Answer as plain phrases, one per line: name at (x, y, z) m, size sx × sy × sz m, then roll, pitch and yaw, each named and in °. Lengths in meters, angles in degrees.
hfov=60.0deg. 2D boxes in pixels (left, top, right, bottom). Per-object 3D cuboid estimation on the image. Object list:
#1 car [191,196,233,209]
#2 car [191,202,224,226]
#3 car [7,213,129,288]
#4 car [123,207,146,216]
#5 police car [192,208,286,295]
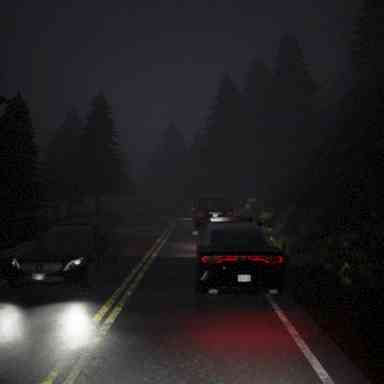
car at (1.190, 1.263, 18.887) m, size 2.150 × 2.045 × 5.566 m, roll 0°, pitch 0°, yaw 1°
car at (1.065, 1.579, 25.142) m, size 1.837 × 1.490 × 4.892 m, roll 1°, pitch 0°, yaw -5°
car at (-3.246, 1.549, 9.432) m, size 1.812 × 1.442 × 4.674 m, roll 0°, pitch 0°, yaw 1°
car at (-8.067, 2.717, 45.552) m, size 1.994 × 1.385 × 4.181 m, roll 4°, pitch -8°, yaw -40°
police car at (1.036, 1.442, 8.926) m, size 1.930 × 1.638 × 5.238 m, roll 0°, pitch 0°, yaw 1°
